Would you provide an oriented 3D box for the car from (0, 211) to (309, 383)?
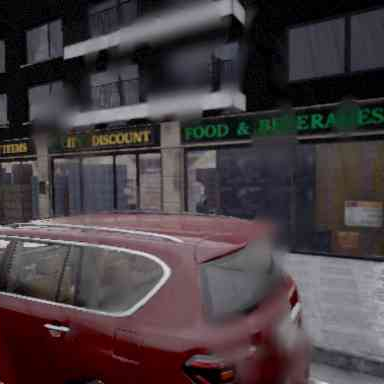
[{"bbox_3d":[-1.323,1.160,3.701,5.009,1.841,2.192,0,3,29],"label":"car"}]
